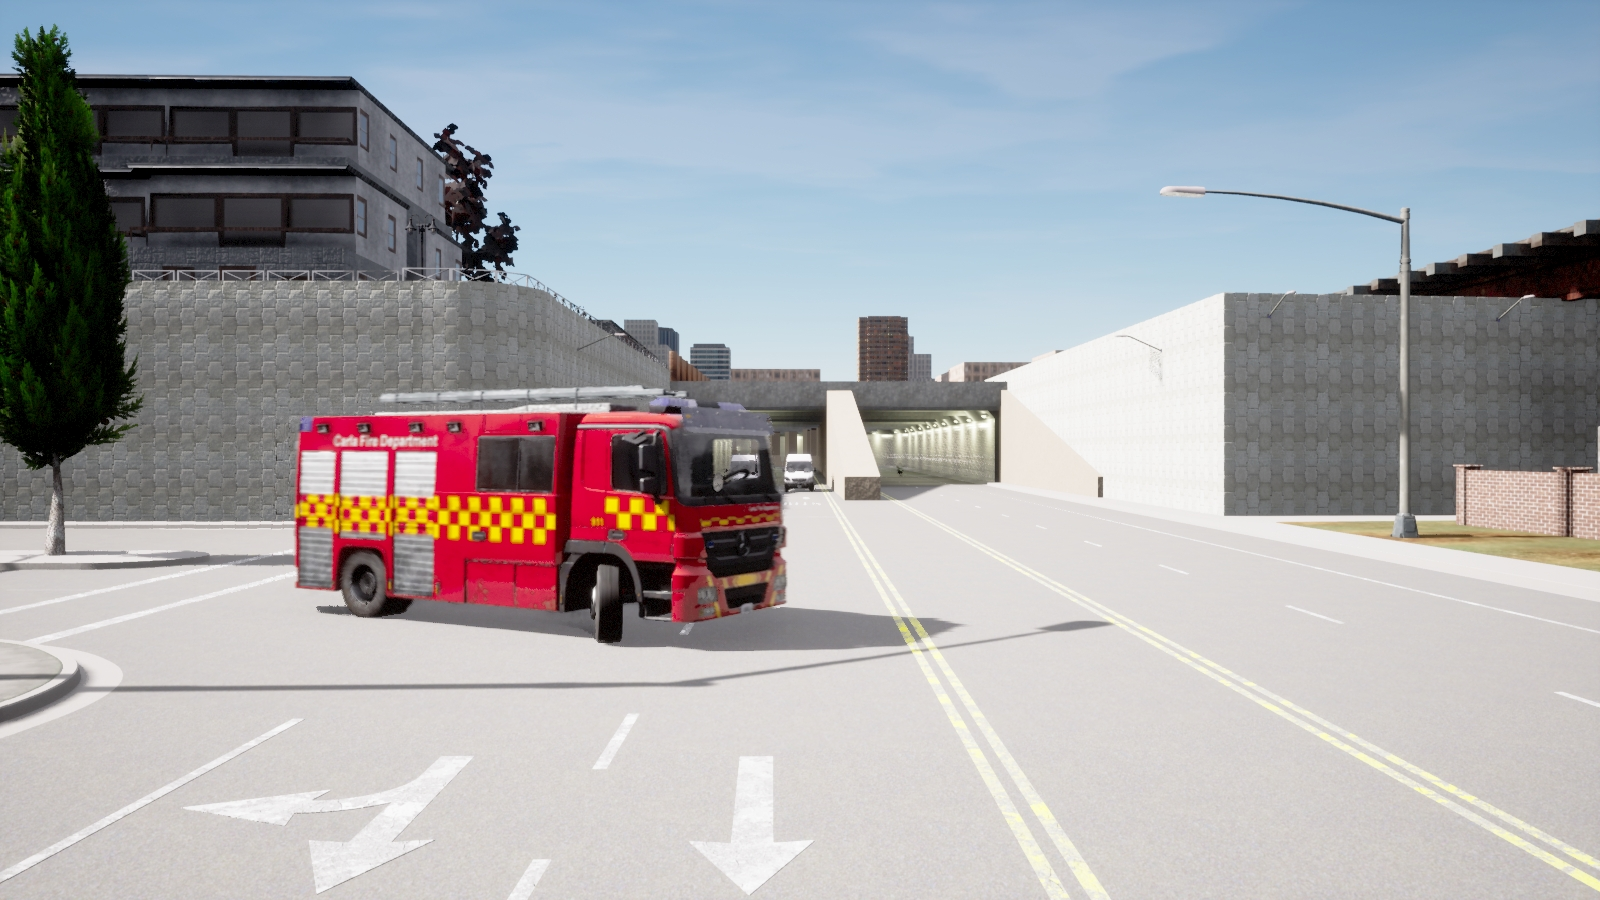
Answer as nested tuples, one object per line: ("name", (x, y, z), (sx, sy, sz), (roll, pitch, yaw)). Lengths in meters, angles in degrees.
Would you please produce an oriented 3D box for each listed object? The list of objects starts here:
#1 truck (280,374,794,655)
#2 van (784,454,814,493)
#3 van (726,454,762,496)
("truck", (-4.510, 0.890, 18.862), (8.468, 3.827, 2.891), (0, -1, 29))
("van", (-0.059, 1.534, 77.372), (1.988, 2.561, 5.915), (0, 0, 0))
("van", (-3.557, 1.534, 73.202), (1.988, 2.561, 5.915), (0, 0, 0))
